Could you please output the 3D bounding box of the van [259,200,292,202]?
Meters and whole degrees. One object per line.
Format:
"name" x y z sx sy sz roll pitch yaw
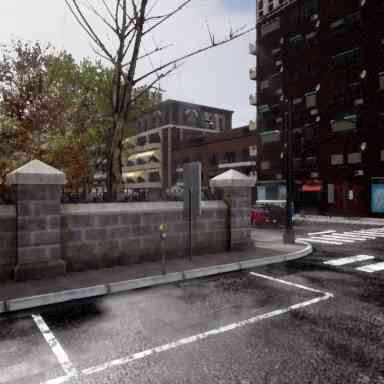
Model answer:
"van" 7.304 1.643 30.180 1.690 1.788 3.998 -1 0 -36

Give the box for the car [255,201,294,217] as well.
"car" 5.769 1.802 27.938 1.837 1.490 4.892 0 0 -36

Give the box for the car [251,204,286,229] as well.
"car" 4.451 1.834 24.264 1.994 1.385 4.181 0 -1 -36
